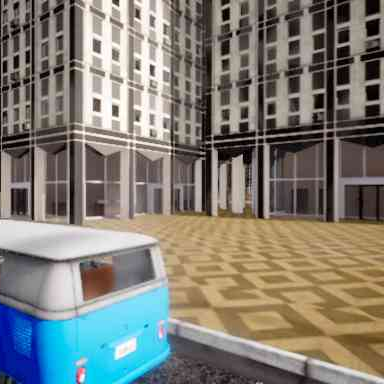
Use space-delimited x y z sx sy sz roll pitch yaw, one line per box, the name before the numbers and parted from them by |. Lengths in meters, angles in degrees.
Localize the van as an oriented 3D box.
van | -2.175 1.337 4.427 3.998 1.788 1.690 0 0 35
